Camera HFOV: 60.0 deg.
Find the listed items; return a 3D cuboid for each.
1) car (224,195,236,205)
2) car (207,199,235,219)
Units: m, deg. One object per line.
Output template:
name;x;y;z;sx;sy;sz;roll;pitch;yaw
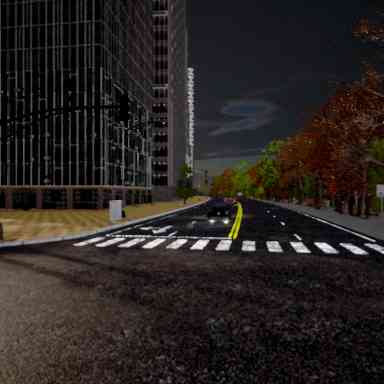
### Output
car;7.146;1.349;61.862;2.097;1.767;4.553;0;0;7
car;2.506;1.605;29.498;1.994;1.385;4.181;0;0;9
